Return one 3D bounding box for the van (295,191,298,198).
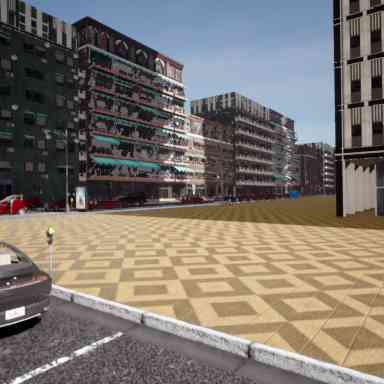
[{"bbox_3d":[26.193,0.654,86.058,1.690,1.788,3.998,-1,0,36],"label":"van"}]

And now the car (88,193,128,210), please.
[{"bbox_3d":[-9.580,1.186,36.894,1.967,1.590,4.097,-1,0,36],"label":"car"}]

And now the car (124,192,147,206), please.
[{"bbox_3d":[-8.936,0.985,47.628,2.150,2.045,5.566,-1,0,36],"label":"car"}]

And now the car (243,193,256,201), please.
[{"bbox_3d":[9.934,1.048,63.711,1.887,1.381,4.507,-1,0,36],"label":"car"}]

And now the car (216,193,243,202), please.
[{"bbox_3d":[6.682,1.093,59.241,2.008,1.369,4.403,-1,0,36],"label":"car"}]

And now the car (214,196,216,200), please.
[{"bbox_3d":[6.410,1.029,73.111,1.967,1.590,4.097,-1,0,36],"label":"car"}]

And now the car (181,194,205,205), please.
[{"bbox_3d":[0.176,1.062,50.302,1.967,1.590,4.097,-1,0,36],"label":"car"}]

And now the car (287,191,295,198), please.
[{"bbox_3d":[22.944,0.932,81.589,1.802,1.307,4.206,-1,0,36],"label":"car"}]

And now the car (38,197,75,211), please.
[{"bbox_3d":[-15.082,1.368,39.183,1.812,1.442,4.674,-1,0,36],"label":"car"}]

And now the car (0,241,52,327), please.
[{"bbox_3d":[-4.372,1.553,6.184,4.403,1.369,2.008,0,-1,36],"label":"car"}]

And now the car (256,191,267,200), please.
[{"bbox_3d":[13.187,1.046,68.180,1.802,1.307,4.206,-1,0,36],"label":"car"}]

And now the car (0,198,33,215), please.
[{"bbox_3d":[-16.083,1.413,27.955,1.802,1.307,4.206,-1,0,36],"label":"car"}]

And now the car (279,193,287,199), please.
[{"bbox_3d":[19.691,0.938,77.119,2.008,1.369,4.403,-1,0,36],"label":"car"}]

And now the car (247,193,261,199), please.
[{"bbox_3d":[16.169,1.040,86.520,1.947,1.339,4.313,-1,0,36],"label":"car"}]

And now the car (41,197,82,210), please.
[{"bbox_3d":[-16.354,1.415,41.826,1.887,1.381,4.507,-1,0,36],"label":"car"}]

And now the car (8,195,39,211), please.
[{"bbox_3d":[-19.609,1.228,37.356,2.192,1.841,5.009,-1,0,36],"label":"car"}]

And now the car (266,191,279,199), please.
[{"bbox_3d":[16.436,0.740,72.649,2.192,1.841,5.009,-1,0,36],"label":"car"}]
